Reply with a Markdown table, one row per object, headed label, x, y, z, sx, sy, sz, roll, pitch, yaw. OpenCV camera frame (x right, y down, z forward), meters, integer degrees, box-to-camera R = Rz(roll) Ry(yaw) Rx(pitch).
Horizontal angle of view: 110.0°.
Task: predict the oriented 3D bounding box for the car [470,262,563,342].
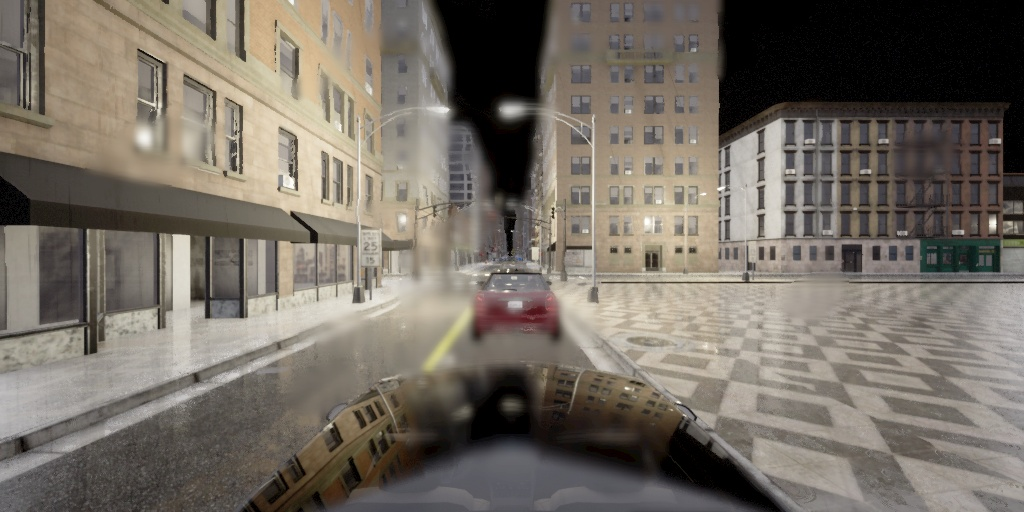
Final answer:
| label | x | y | z | sx | sy | sz | roll | pitch | yaw |
| --- | --- | --- | --- | --- | --- | --- | --- | --- | --- |
| car | 0.104 | 1.102 | 9.956 | 2.097 | 1.767 | 4.553 | 0 | 0 | 0 |

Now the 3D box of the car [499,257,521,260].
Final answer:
| label | x | y | z | sx | sy | sz | roll | pitch | yaw |
| --- | --- | --- | --- | --- | --- | --- | --- | --- | --- |
| car | 0.054 | 1.101 | 19.772 | 2.097 | 1.767 | 4.553 | 0 | 0 | -1 |
